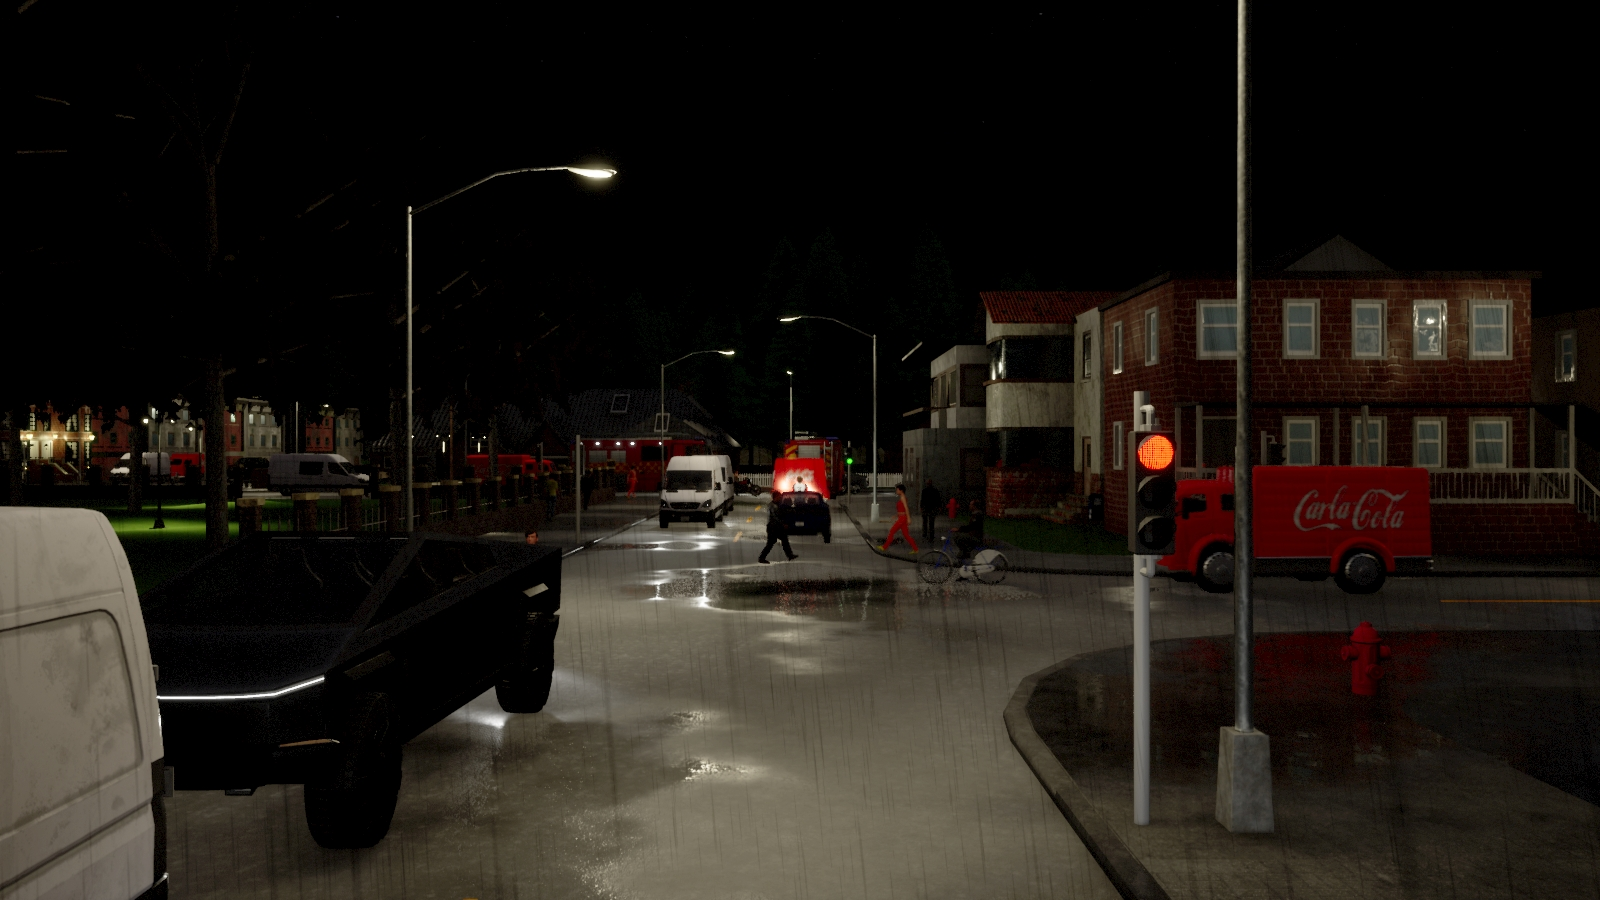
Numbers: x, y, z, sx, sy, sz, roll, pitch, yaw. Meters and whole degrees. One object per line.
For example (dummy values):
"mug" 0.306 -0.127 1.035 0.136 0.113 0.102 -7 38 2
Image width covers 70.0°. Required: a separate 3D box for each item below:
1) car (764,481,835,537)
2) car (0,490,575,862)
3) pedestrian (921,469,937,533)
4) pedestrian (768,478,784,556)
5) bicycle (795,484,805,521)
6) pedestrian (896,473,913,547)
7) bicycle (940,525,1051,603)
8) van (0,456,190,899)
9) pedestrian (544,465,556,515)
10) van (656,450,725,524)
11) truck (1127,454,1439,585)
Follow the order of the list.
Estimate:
"car" -0.014 1.799 36.054 2.097 1.535 5.006 0 0 0
"car" -4.002 1.529 10.345 2.390 2.098 6.274 0 0 3
"pedestrian" 3.791 1.502 33.554 0.375 1.860 0.375 0 0 22
"pedestrian" -0.577 1.617 27.688 0.375 1.860 0.375 0 0 0
"bicycle" -0.011 1.918 42.255 0.373 1.296 1.643 0 0 0
"pedestrian" 2.653 1.507 28.957 0.375 1.860 0.375 0 0 13
"bicycle" 3.321 1.932 19.494 1.835 1.271 0.329 0 -1 6
"van" -4.011 1.313 2.690 1.988 2.561 5.915 0 0 0
"pedestrian" -9.369 1.508 42.868 0.375 1.860 0.375 0 0 0
"van" -4.007 1.296 42.666 1.988 2.561 5.915 0 0 0
"truck" 9.608 1.334 23.145 5.204 2.467 2.627 0 0 0
